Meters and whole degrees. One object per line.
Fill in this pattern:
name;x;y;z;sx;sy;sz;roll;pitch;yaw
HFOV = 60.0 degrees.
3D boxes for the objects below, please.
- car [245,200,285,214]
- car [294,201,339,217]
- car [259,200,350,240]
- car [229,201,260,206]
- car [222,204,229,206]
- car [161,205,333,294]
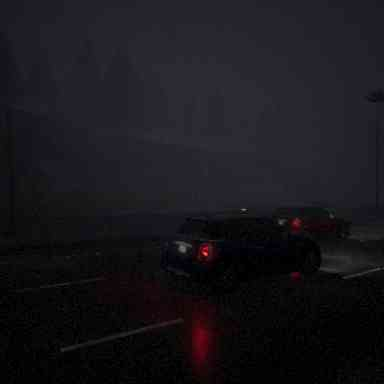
car;8.960;1.738;40.481;5.008;1.535;1.882;1;0;-37
car;13.061;1.739;34.809;4.902;1.511;2.128;1;0;-37
car;5.801;1.461;16.460;4.553;1.767;2.097;1;0;-35
car;6.506;1.688;34.407;4.892;1.490;1.837;1;-1;-36
car;6.031;1.807;42.681;4.718;1.301;1.895;1;0;-36
car;1.510;1.396;9.115;4.553;1.767;2.097;1;0;-35
